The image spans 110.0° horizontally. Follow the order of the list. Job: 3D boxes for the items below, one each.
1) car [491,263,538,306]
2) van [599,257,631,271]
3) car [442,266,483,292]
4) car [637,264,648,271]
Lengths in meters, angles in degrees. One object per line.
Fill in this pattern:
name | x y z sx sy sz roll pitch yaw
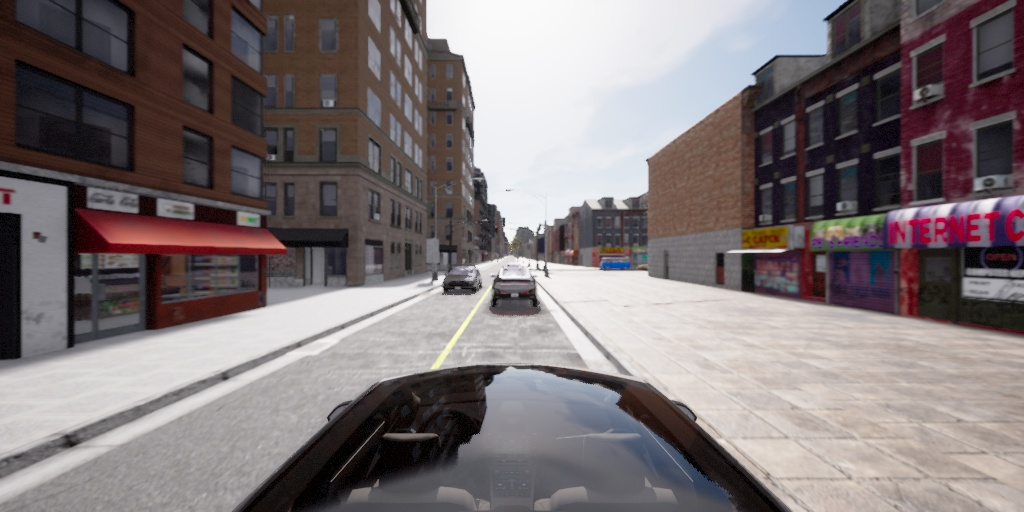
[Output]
car | 0.104 1.241 15.658 2.128 1.511 4.902 0 0 0
van | 13.751 1.086 47.869 3.998 1.789 1.690 0 0 0
car | -2.802 1.296 21.345 2.033 1.411 5.357 0 0 0
car | 19.193 1.267 47.859 4.829 1.417 1.751 0 0 0
